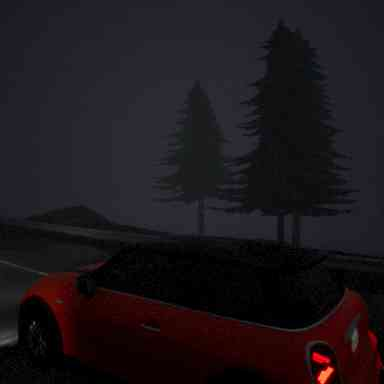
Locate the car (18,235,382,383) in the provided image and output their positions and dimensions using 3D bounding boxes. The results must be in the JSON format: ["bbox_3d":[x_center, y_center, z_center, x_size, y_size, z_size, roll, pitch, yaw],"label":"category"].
[{"bbox_3d":[-0.244,1.352,4.259,4.553,1.767,2.097,0,0,36],"label":"car"}]
